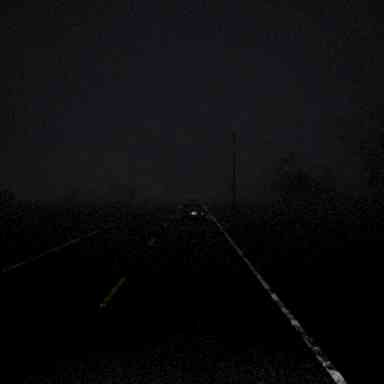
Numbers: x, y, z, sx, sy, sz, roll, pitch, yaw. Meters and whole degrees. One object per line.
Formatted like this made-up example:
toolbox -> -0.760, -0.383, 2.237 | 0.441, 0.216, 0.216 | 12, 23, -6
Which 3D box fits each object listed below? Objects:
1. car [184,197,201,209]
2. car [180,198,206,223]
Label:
car -> 0.090, 1.392, 42.111 | 1.994, 1.385, 4.181 | 0, 0, 0
car -> 0.096, 1.447, 24.359 | 2.033, 1.411, 5.357 | 0, 0, 0
